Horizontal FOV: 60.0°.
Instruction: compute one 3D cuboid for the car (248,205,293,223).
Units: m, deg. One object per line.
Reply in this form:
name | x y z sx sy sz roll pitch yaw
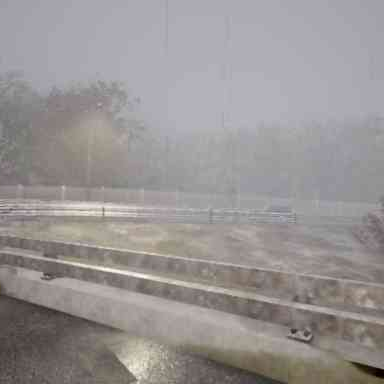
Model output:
car | 9.595 2.624 40.264 5.566 2.045 2.150 4 -1 -22
